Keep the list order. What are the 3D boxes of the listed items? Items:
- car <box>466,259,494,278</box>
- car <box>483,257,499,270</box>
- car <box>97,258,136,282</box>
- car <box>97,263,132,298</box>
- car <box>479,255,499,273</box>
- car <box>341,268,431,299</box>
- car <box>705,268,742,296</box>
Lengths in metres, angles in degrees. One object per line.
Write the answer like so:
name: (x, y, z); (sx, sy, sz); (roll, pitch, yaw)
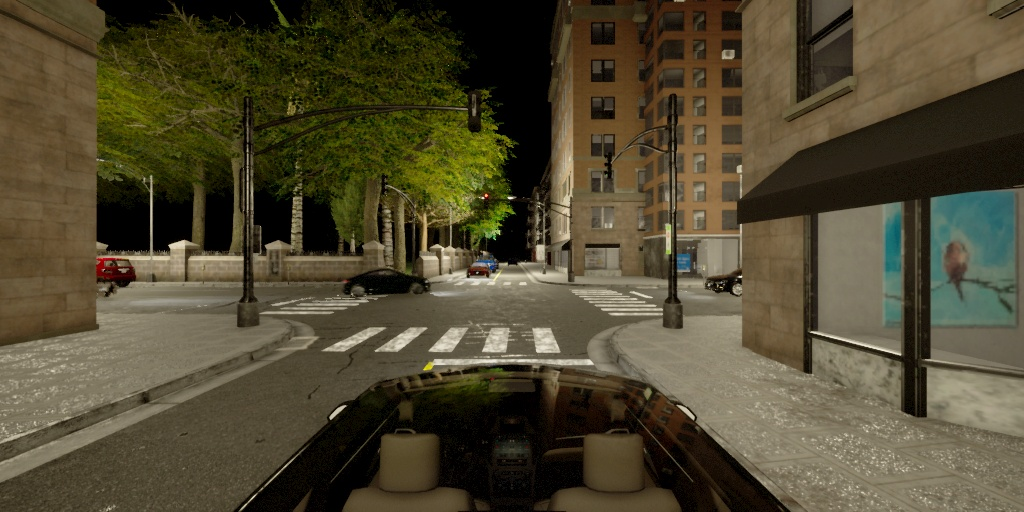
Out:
car: (-3.051, 1.293, 33.602); (1.994, 1.385, 4.181); (0, 0, 0)
car: (-3.015, 1.044, 52.971); (2.097, 1.767, 4.553); (0, 0, 0)
car: (-25.921, 1.035, 21.775); (5.009, 1.841, 2.192); (0, 0, 1)
car: (-20.580, 1.219, 15.935); (4.902, 1.511, 2.128); (0, 0, 1)
car: (-3.039, 0.933, 42.910); (2.150, 2.045, 5.566); (0, 0, 0)
car: (-6.242, 1.310, 17.944); (4.181, 1.385, 1.994); (0, 0, -25)
car: (12.691, 1.271, 18.674); (4.892, 1.490, 1.837); (0, 0, 1)
